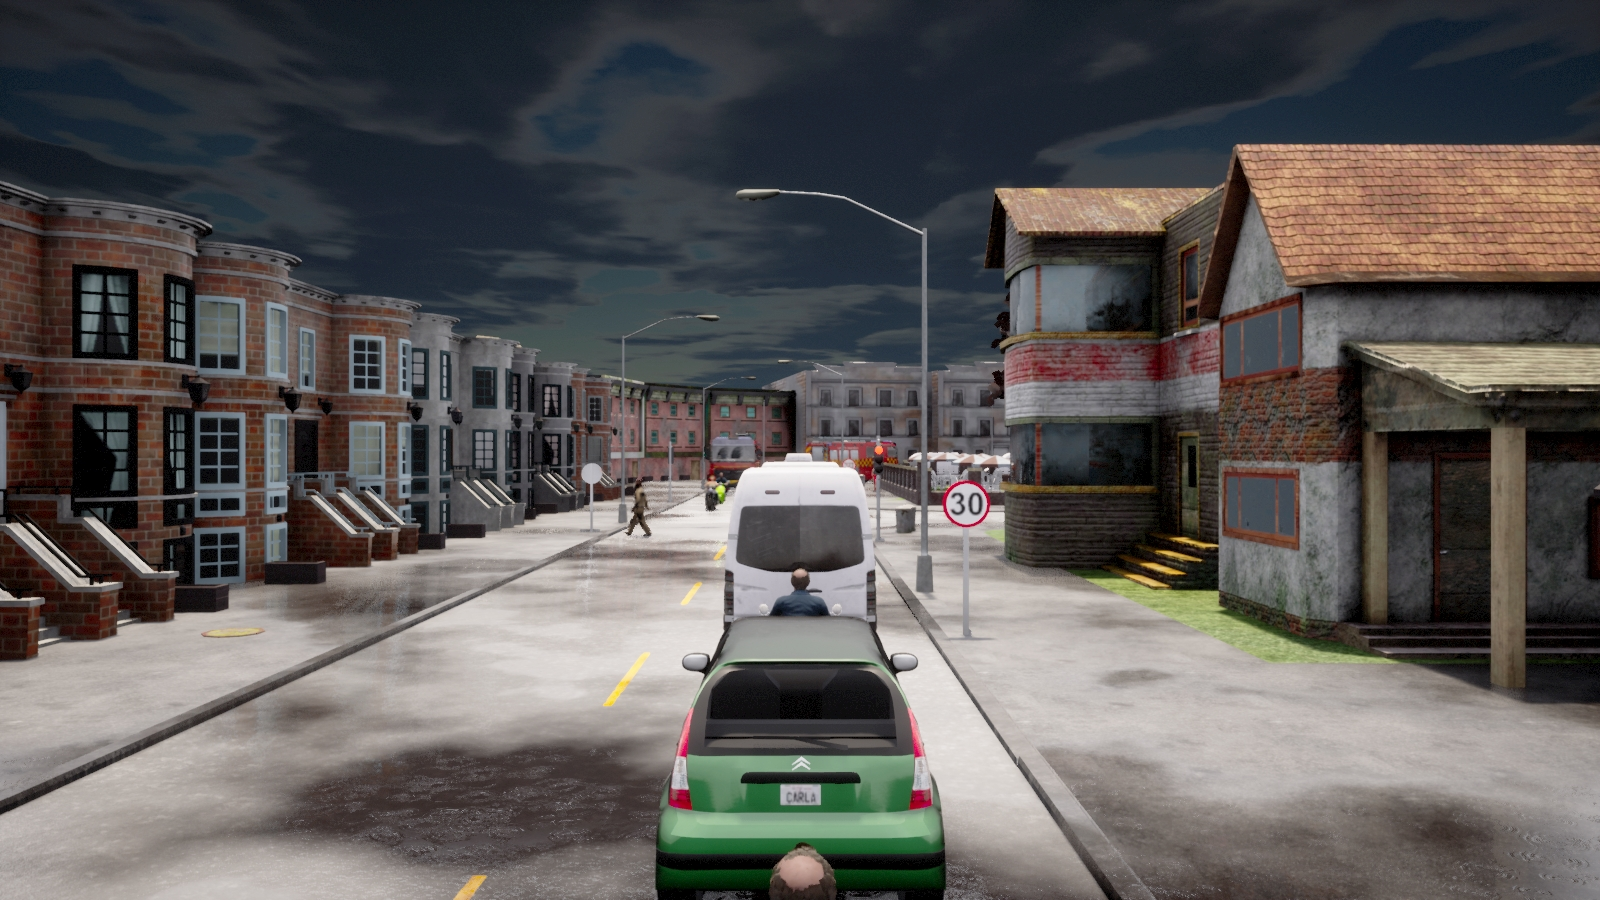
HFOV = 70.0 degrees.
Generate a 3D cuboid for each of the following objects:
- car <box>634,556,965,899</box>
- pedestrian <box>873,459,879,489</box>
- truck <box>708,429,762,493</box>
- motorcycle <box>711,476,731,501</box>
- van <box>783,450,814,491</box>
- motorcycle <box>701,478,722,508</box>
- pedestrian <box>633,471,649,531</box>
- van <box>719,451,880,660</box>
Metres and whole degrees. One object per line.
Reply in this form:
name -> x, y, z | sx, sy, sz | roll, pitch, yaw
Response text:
car -> -0.003, 1.776, 8.385 | 1.851, 1.617, 3.988 | 0, 0, 0
pedestrian -> 4.765, 1.498, 71.802 | 0.375, 1.860, 0.375 | 0, 0, 0
truck -> -4.030, 0.644, 72.346 | 2.891, 3.827, 8.468 | 0, 0, 0
motorcycle -> -4.010, 1.940, 58.160 | 0.856, 1.236, 1.805 | 0, 0, 0
van -> -0.067, 1.287, 74.740 | 1.988, 2.561, 5.915 | 0, 0, 0
motorcycle -> -4.006, 1.930, 51.931 | 0.764, 1.277, 2.356 | 0, 0, 0
pedestrian -> -5.045, 1.615, 36.264 | 0.375, 1.860, 0.375 | 0, 0, 11
van -> -0.006, 1.308, 17.043 | 1.988, 2.561, 5.915 | 0, 0, 0
